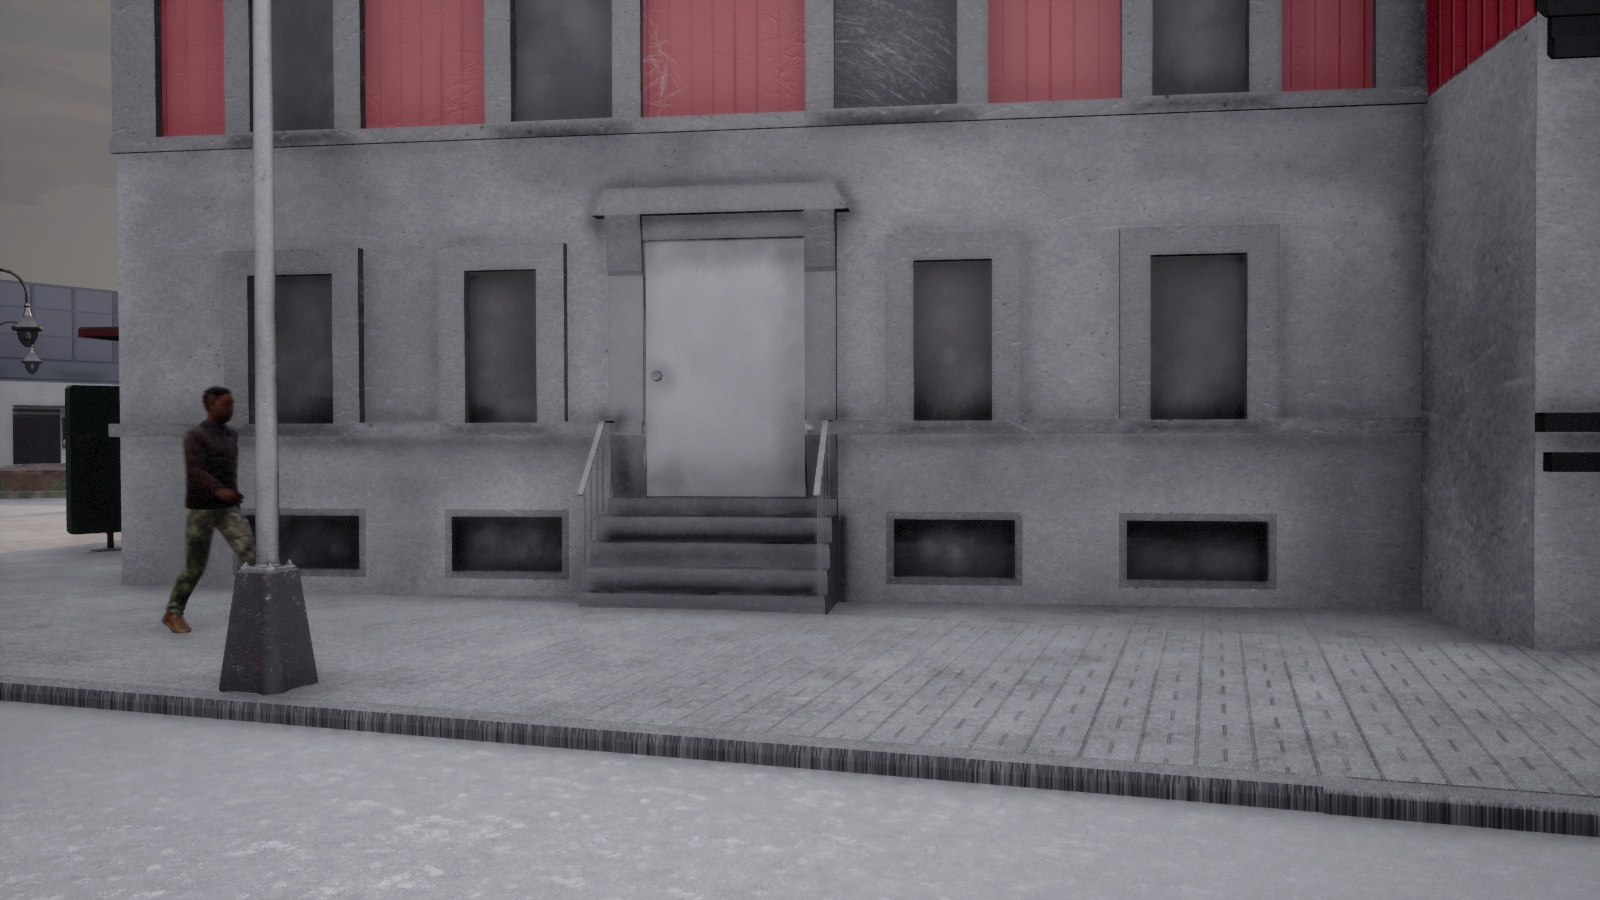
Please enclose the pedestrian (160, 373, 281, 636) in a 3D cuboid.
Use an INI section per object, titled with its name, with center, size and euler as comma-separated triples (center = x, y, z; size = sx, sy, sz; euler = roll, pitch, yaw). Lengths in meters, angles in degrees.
[pedestrian]
center = -4.187, 0.375, 9.084
size = 0.703, 1.840, 0.431
euler = 1, 1, 23
